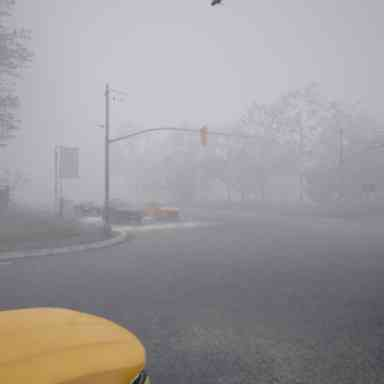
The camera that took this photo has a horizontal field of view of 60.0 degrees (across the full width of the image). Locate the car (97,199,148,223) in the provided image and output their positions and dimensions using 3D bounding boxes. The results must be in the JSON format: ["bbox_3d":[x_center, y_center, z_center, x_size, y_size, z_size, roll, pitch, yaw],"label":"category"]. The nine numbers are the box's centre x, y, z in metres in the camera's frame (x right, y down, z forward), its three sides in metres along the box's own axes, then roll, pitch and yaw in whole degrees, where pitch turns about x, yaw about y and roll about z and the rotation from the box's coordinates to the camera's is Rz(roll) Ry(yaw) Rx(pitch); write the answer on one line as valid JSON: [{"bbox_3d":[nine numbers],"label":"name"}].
[{"bbox_3d":[-5.479,1.489,25.667,1.882,1.535,5.008,0,0,-32],"label":"car"}]

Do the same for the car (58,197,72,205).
[{"bbox_3d":[-20.902,1.494,55.552,1.895,1.301,4.718,0,0,-36],"label":"car"}]

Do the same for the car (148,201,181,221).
[{"bbox_3d":[-2.750,1.493,27.897,1.882,1.535,5.008,0,0,-32],"label":"car"}]

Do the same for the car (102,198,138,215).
[{"bbox_3d":[-7.846,1.497,35.915,2.128,1.511,4.902,0,0,-33],"label":"car"}]

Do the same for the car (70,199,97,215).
[{"bbox_3d":[-10.485,1.604,33.558,1.895,1.301,4.718,0,0,-33],"label":"car"}]

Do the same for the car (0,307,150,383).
[{"bbox_3d":[-2.621,1.476,1.977,5.008,1.535,1.882,0,0,-37],"label":"car"}]
